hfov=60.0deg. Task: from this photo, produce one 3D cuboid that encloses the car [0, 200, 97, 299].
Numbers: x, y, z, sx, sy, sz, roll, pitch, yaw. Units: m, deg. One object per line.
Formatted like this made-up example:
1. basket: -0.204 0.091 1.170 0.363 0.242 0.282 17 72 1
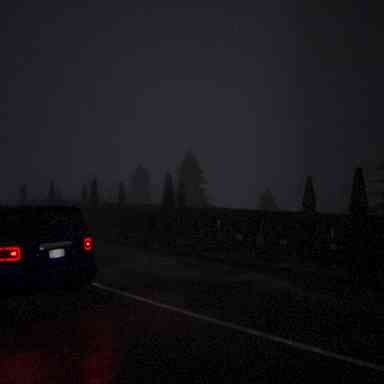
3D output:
1. car: -4.489 1.217 7.885 5.566 2.045 2.150 0 0 41
